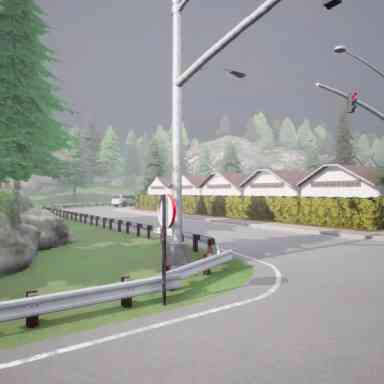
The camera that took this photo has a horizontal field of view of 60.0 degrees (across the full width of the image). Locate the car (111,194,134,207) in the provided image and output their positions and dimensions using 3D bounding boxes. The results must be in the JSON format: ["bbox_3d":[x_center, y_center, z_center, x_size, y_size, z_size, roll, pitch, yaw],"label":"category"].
[{"bbox_3d":[-10.454,1.398,53.907,2.150,2.045,5.566,0,0,36],"label":"car"}]
